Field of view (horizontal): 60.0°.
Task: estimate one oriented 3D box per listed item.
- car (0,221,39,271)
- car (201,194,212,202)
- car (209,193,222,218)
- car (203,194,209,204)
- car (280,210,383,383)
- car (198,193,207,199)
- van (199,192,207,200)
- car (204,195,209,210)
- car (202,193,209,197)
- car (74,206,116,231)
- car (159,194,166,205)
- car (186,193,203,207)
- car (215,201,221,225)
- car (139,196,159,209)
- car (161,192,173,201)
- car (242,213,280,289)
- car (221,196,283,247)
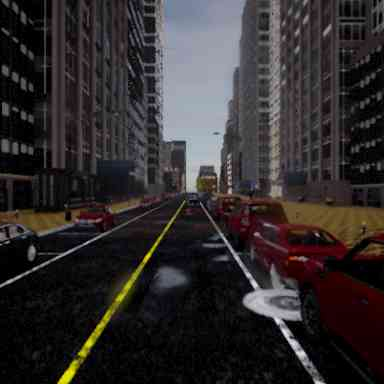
[{"bbox_3d":[-5.685,1.511,8.883,2.008,1.369,4.403,0,0,0],"label":"car"},{"bbox_3d":[2.707,1.146,64.274,1.967,1.590,4.097,0,0,0],"label":"car"},{"bbox_3d":[2.700,1.199,25.499,2.192,1.841,5.009,0,0,0],"label":"car"},{"bbox_3d":[2.703,1.333,42.288,1.752,1.417,4.829,0,0,0],"label":"car"},{"bbox_3d":[2.695,1.299,3.342,2.192,1.841,5.009,0,0,0],"label":"car"},{"bbox_3d":[2.712,1.043,86.431,1.967,1.590,4.097,0,0,0],"label":"car"},{"bbox_3d":[2.711,0.970,80.891,1.690,1.788,3.998,0,0,0],"label":"van"},{"bbox_3d":[2.701,1.384,36.579,2.008,1.369,4.403,0,0,0],"label":"car"},{"bbox_3d":[2.705,1.323,53.196,1.947,1.339,4.313,0,0,0],"label":"car"},{"bbox_3d":[-5.683,1.492,19.962,1.802,1.307,4.206,0,0,0],"label":"car"},{"bbox_3d":[-5.675,1.340,53.198,1.802,1.307,4.206,0,0,0],"label":"car"},{"bbox_3d":[0.110,1.281,45.921,2.128,1.511,4.902,0,0,0],"label":"car"},{"bbox_3d":[2.698,1.475,19.961,1.947,1.339,4.313,0,0,0],"label":"car"},{"bbox_3d":[-5.678,1.391,42.119,1.802,1.307,4.206,0,0,0],"label":"car"},{"bbox_3d":[-5.671,0.996,69.814,2.192,1.841,5.009,0,0,0],"label":"car"},{"bbox_3d":[2.695,1.504,8.882,1.887,1.381,4.507,0,0,0],"label":"car"},{"bbox_3d":[2.697,1.250,14.421,2.192,1.841,5.009,0,0,0],"label":"car"}]
